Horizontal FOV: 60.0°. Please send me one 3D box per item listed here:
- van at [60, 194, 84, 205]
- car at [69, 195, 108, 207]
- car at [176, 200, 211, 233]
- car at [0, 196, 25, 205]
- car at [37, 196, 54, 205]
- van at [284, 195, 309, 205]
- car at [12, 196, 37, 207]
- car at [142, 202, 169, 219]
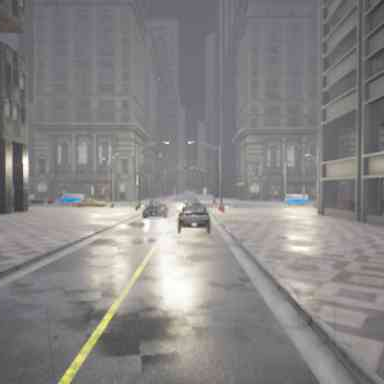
[{"bbox_3d":[-20.222,1.204,56.445,3.998,1.788,1.690,0,1,0],"label":"van"},{"bbox_3d":[-14.624,1.547,47.937,4.829,1.417,1.752,0,1,0],"label":"car"},{"bbox_3d":[0.105,1.473,19.549,2.128,1.511,4.902,0,0,0],"label":"car"},{"bbox_3d":[-31.048,1.378,56.409,4.507,1.381,1.887,0,1,0],"label":"car"},{"bbox_3d":[-25.635,1.414,56.428,4.313,1.339,1.947,0,1,0],"label":"car"},{"bbox_3d":[17.762,1.327,56.596,3.998,1.788,1.690,0,1,0],"label":"van"},{"bbox_3d":[-25.374,1.534,47.905,4.507,1.381,1.887,0,1,0],"label":"car"},{"bbox_3d":[-3.025,1.546,28.360,1.994,1.385,4.181,0,0,0],"label":"car"}]
